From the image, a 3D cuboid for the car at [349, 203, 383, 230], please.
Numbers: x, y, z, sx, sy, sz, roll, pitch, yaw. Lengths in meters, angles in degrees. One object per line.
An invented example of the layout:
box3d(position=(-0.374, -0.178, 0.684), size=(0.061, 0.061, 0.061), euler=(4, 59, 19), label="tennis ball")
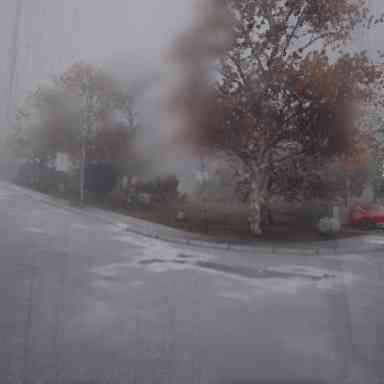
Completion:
box3d(position=(14.882, 1.896, 24.998), size=(5.566, 2.045, 2.435), euler=(0, -2, 31), label="car")
